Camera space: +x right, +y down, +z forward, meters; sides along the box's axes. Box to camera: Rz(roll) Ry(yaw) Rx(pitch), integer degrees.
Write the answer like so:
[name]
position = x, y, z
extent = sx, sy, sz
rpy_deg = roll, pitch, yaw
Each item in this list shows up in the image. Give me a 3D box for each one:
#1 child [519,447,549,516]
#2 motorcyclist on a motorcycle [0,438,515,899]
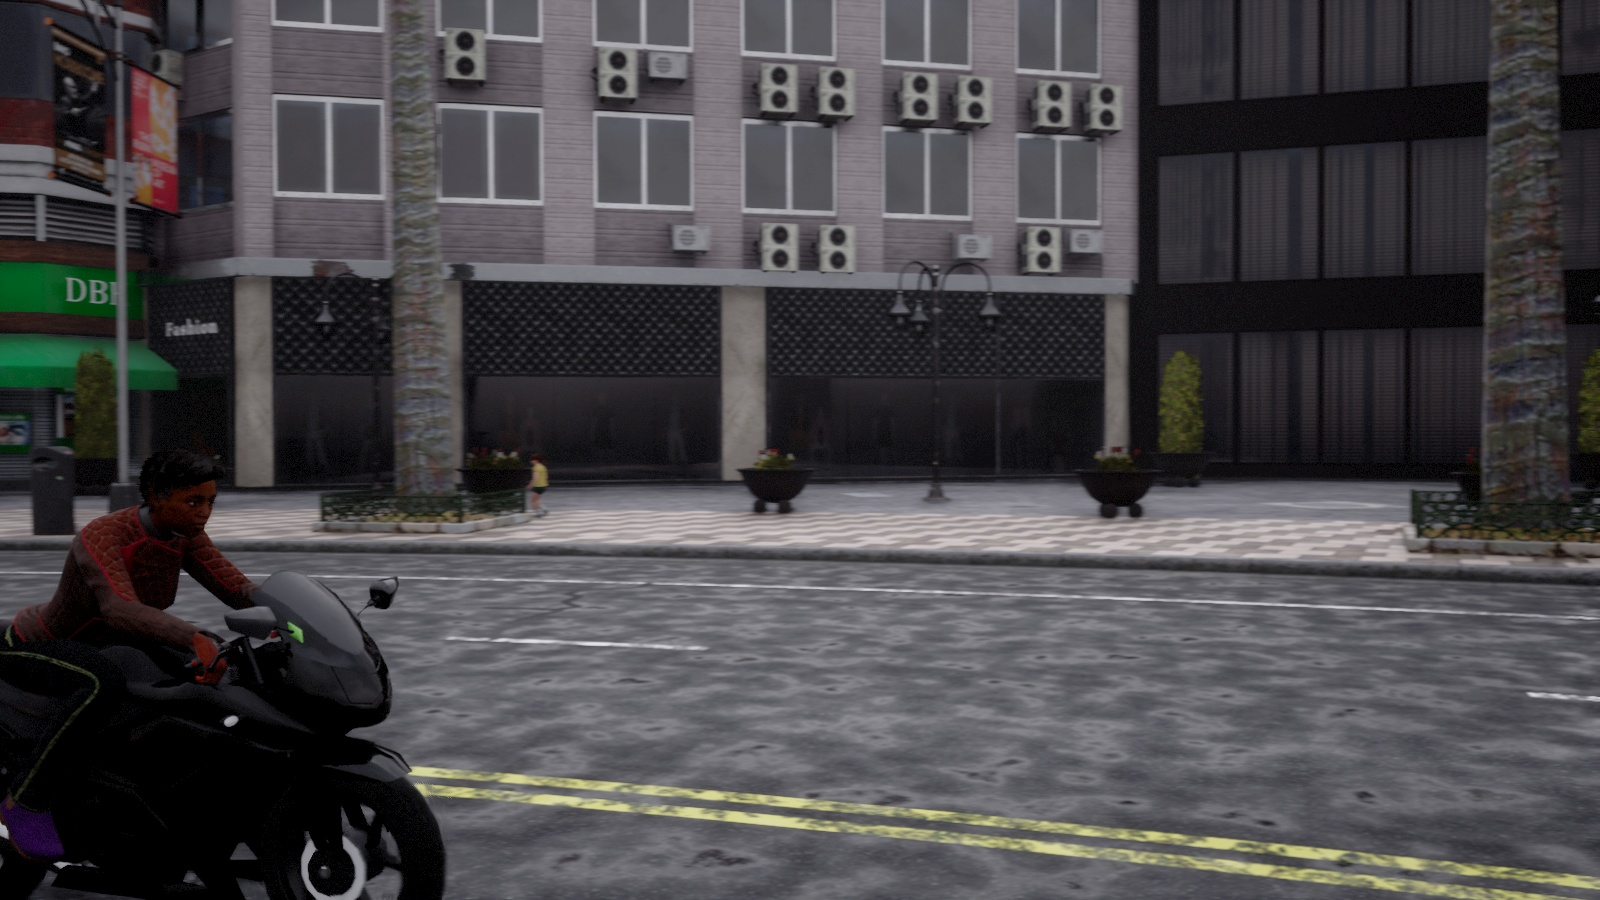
[child]
position = -4.290, 0.503, 20.248
extent = 0.394, 1.110, 0.255
rpy_deg = 0, 1, 12
[motorcyclist on a motorcycle]
position = -1.992, 0.736, 3.845
extent = 2.044, 1.523, 0.797
rpy_deg = 0, 1, 15
